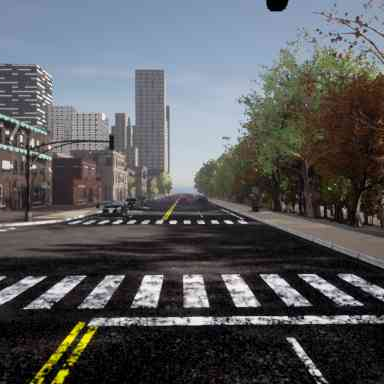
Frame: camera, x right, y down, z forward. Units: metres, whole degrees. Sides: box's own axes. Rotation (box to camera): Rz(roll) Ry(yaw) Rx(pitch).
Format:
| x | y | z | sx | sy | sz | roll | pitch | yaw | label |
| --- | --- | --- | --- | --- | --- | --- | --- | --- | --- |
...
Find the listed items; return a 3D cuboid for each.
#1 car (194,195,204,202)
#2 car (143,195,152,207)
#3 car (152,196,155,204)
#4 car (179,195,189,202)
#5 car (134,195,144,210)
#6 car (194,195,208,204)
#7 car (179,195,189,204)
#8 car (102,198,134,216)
| x | y | z | sx | sy | sz | roll | pitch | yaw | label |
| --- | --- | --- | --- | --- | --- | --- | --- | --- | --- |
| 1.477 | 1.471 | 73.019 | 1.837 | 1.490 | 4.892 | 0 | 0 | -1 | car |
| -7.843 | 1.334 | 51.727 | 2.097 | 1.767 | 4.553 | 0 | 0 | -1 | car |
| -8.052 | 1.469 | 61.990 | 2.128 | 1.511 | 4.902 | 0 | 0 | -1 | car |
| -1.771 | 1.343 | 72.760 | 2.033 | 1.411 | 5.357 | 0 | 0 | -1 | car |
| -7.607 | 1.491 | 42.032 | 1.837 | 1.490 | 4.892 | 0 | 0 | -1 | car |
| 1.860 | 1.455 | 61.429 | 1.882 | 1.535 | 5.008 | 0 | 0 | -1 | car |
| -1.527 | 1.541 | 62.760 | 1.994 | 1.385 | 4.181 | 0 | 0 | -1 | car |
| -7.380 | 1.481 | 32.474 | 2.128 | 1.511 | 4.902 | 0 | 0 | -1 | car |
